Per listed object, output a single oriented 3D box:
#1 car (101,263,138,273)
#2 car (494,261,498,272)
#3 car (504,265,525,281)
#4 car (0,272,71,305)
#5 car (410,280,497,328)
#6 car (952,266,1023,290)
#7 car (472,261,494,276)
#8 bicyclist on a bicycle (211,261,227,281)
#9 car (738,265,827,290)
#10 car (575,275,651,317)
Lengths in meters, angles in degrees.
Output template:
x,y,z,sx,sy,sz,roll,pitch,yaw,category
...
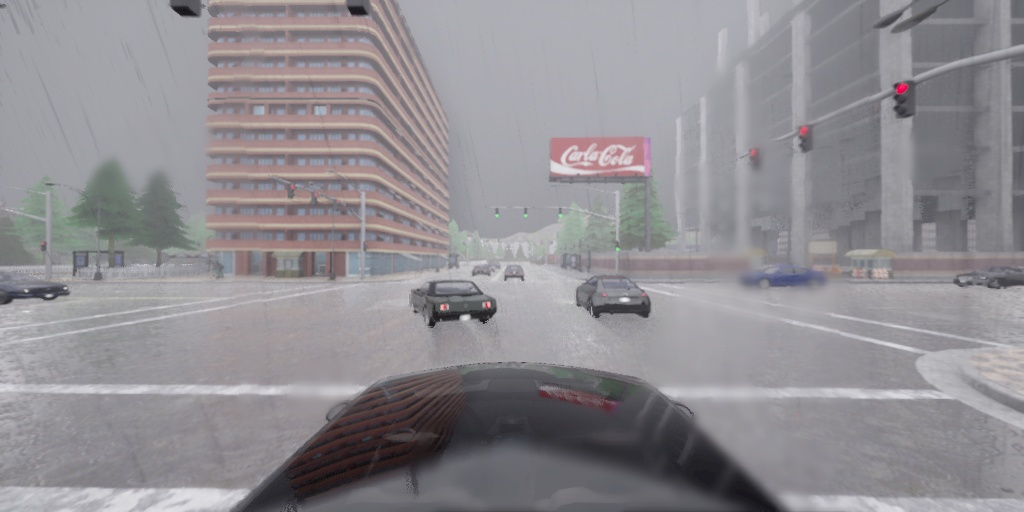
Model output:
x,y,z,sx,sy,sz,roll,pitch,yaw,category
-46.912,1.594,43.271,2.033,1.411,5.357,0,0,1,car
-3.411,1.729,52.145,1.895,1.301,4.718,0,0,1,car
0.202,1.537,33.903,2.033,1.411,5.357,0,0,0,car
-23.795,1.429,16.425,5.357,1.411,2.033,0,0,1,car
-2.184,1.429,11.948,1.895,1.301,4.718,0,0,-24,car
31.558,1.371,23.141,4.902,1.511,2.128,0,0,1,car
-3.459,1.612,41.380,1.994,1.385,4.181,0,0,0,car
-25.206,1.291,30.904,0.582,1.620,1.656,0,0,0,bicyclist on a bicycle
17.427,1.372,23.263,5.008,1.535,1.882,0,0,0,car
3.639,1.399,13.562,1.994,1.385,4.181,0,0,0,car
